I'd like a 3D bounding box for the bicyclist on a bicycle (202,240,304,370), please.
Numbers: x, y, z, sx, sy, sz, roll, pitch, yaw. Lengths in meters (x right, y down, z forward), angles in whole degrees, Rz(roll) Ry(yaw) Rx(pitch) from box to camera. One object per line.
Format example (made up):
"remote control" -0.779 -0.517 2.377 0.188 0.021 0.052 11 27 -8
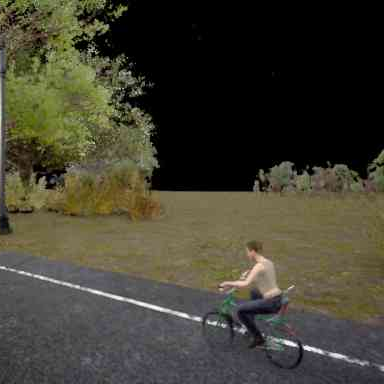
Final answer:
"bicyclist on a bicycle" 0.761 1.446 4.510 1.509 1.612 0.866 0 0 35
